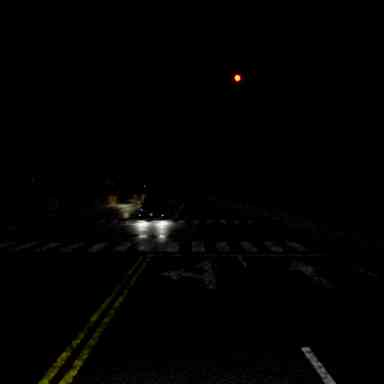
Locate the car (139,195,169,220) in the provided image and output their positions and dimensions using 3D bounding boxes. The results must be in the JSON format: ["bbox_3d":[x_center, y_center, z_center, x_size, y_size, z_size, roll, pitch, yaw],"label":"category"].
[{"bbox_3d":[-3.202,1.343,28.848,2.150,2.045,5.566,0,1,0],"label":"car"}]
